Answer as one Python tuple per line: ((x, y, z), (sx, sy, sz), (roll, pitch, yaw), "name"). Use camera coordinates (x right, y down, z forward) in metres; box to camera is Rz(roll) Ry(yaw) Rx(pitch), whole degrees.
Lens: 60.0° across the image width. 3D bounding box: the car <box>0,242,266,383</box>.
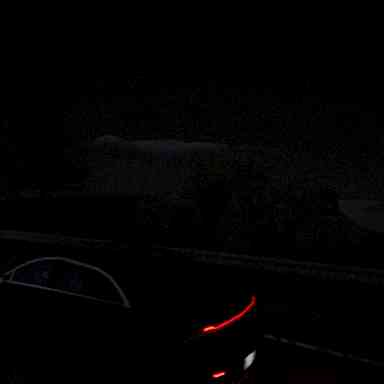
((-1.432, 1.485, 4.719), (4.902, 1.511, 2.128), (0, 0, 33), "car")
